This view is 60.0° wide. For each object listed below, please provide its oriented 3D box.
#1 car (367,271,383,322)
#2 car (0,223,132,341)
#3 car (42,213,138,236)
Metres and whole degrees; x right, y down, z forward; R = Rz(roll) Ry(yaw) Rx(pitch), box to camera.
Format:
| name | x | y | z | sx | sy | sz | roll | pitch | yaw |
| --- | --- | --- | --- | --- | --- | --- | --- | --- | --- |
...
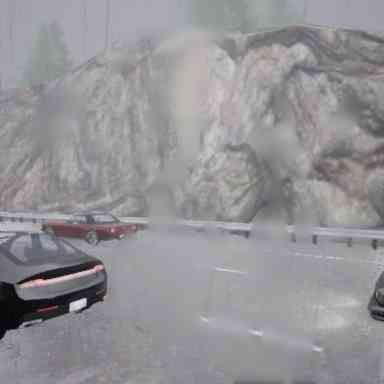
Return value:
| name | x | y | z | sx | sy | sz | roll | pitch | yaw |
| --- | --- | --- | --- | --- | --- | --- | --- | --- | --- |
| car | 5.396 | 1.520 | 4.377 | 5.357 | 1.411 | 2.033 | 0 | 0 | 36 |
| car | -3.755 | 1.510 | 6.389 | 4.902 | 1.511 | 2.128 | 0 | 0 | 33 |
| car | -4.865 | 1.626 | 15.399 | 4.718 | 1.301 | 1.895 | 0 | 0 | 32 |
